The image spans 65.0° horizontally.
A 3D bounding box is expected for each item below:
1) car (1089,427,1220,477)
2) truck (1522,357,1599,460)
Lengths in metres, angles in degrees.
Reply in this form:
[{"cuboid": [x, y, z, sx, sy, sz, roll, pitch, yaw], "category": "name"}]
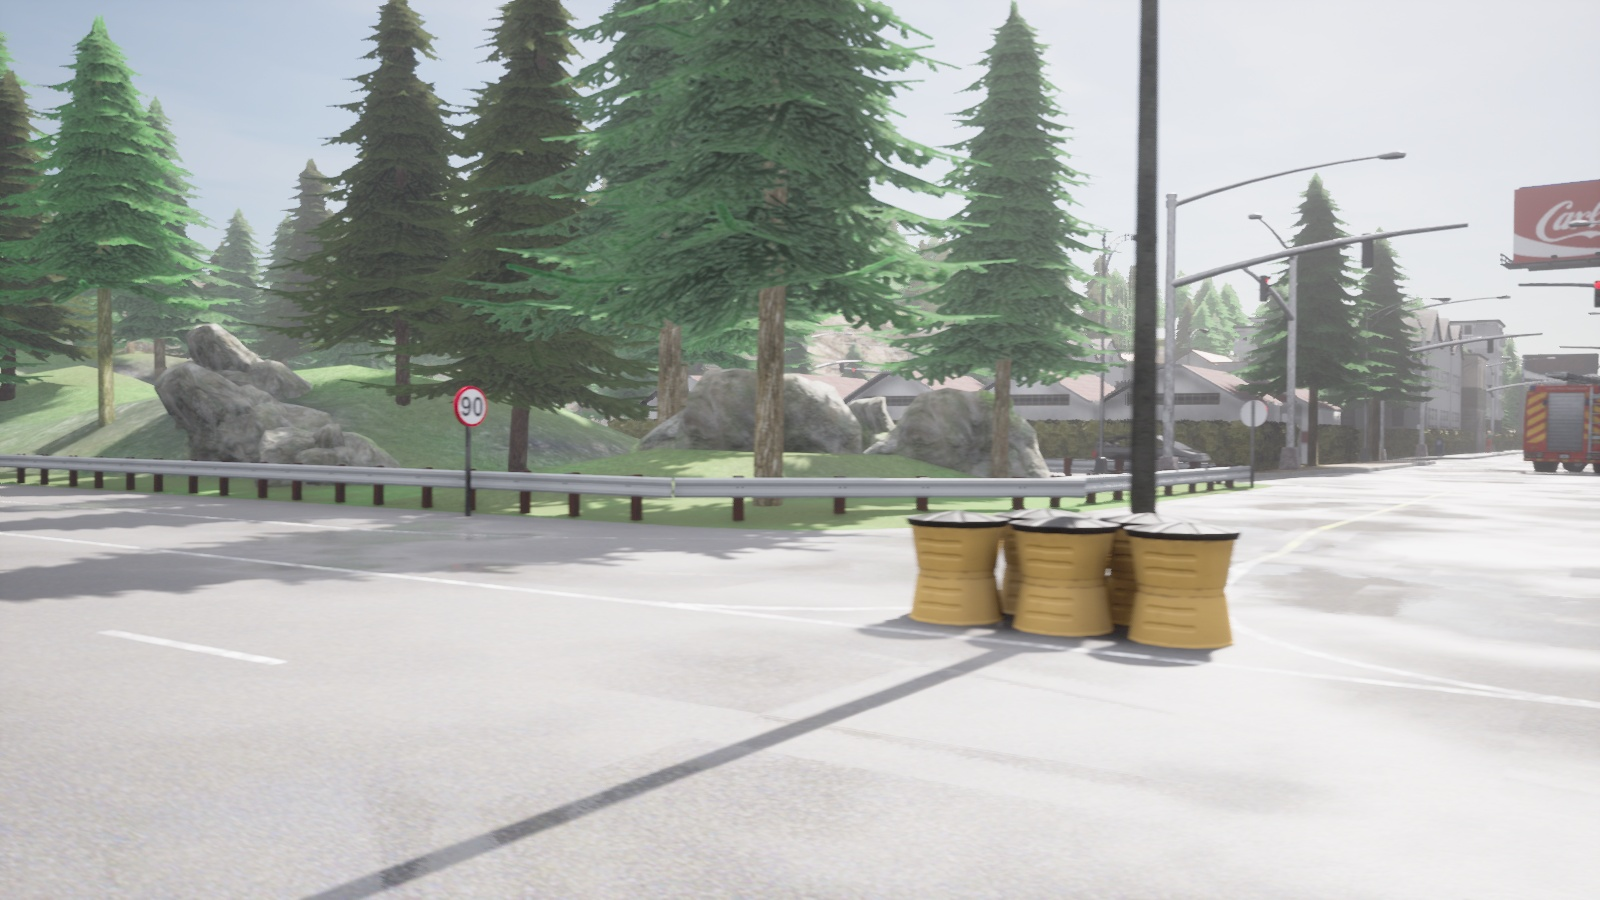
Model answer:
[{"cuboid": [11.453, 0.047, 40.626, 3.705, 1.549, 1.789, 0, 1, 34], "category": "car"}, {"cuboid": [31.974, -1.552, 50.567, 2.891, 3.827, 8.468, 1, 1, 45], "category": "truck"}]
